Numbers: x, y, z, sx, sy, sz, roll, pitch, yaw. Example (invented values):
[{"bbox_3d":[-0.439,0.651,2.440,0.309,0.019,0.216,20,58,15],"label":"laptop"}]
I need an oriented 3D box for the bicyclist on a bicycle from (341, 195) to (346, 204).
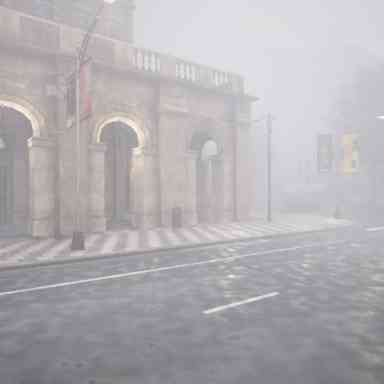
[{"bbox_3d":[25.798,1.286,56.542,1.656,1.620,0.582,0,0,-36],"label":"bicyclist on a bicycle"}]

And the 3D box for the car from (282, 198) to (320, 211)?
[{"bbox_3d":[13.240,1.495,40.629,1.837,1.490,4.892,0,0,-36],"label":"car"}]

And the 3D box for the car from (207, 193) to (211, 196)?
[{"bbox_3d":[4.173,1.211,53.268,2.150,2.045,5.566,0,0,-36],"label":"car"}]

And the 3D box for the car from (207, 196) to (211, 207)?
[{"bbox_3d":[1.169,1.587,46.040,1.895,1.301,4.718,0,0,-36],"label":"car"}]
